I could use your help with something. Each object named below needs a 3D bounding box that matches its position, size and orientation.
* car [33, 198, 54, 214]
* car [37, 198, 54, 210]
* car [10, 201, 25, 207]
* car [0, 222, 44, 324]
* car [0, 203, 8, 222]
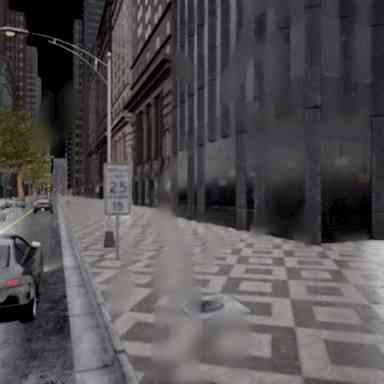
[{"bbox_3d":[-15.919,1.508,35.709,1.837,1.490,4.892,0,0,-22],"label":"car"},{"bbox_3d":[-19.907,1.562,45.328,2.033,1.411,5.357,0,0,-22],"label":"car"},{"bbox_3d":[-20.255,1.272,38.238,1.994,1.385,4.181,0,0,-22],"label":"car"},{"bbox_3d":[-4.159,1.563,6.789,1.994,1.385,4.181,0,0,-22],"label":"car"},{"bbox_3d":[-14.243,1.599,23.278,1.895,1.301,4.718,0,0,-22],"label":"car"}]
